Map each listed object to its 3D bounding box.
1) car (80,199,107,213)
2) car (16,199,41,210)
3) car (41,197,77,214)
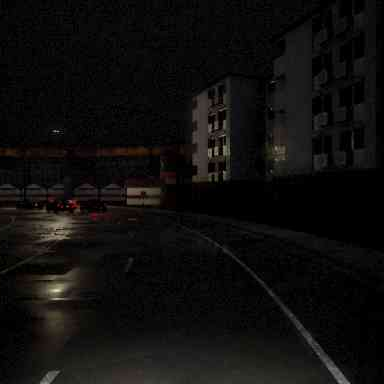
[{"bbox_3d":[-11.183,1.526,37.742,1.812,1.442,4.674,0,0,-37],"label":"car"},{"bbox_3d":[-20.928,1.564,42.799,4.181,1.385,1.994,0,0,40],"label":"car"},{"bbox_3d":[-14.390,1.547,36.269,2.033,1.411,5.357,0,0,-38],"label":"car"}]
